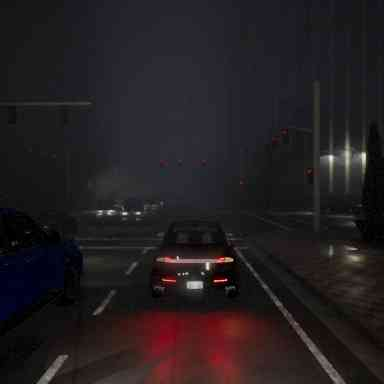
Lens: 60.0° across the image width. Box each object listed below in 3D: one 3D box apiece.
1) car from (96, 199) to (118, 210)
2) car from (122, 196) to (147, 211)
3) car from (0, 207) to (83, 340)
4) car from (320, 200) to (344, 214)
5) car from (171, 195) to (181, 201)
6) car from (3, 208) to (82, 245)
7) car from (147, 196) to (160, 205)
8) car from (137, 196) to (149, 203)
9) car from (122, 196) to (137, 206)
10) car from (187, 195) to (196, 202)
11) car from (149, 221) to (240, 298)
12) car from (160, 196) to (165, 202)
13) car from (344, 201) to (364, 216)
[{"bbox_3d":[-10.674,1.564,42.180,1.994,1.385,4.181,0,0,0],"label":"car"},{"bbox_3d":[-7.170,1.477,41.106,1.882,1.535,5.008,0,0,0],"label":"car"},{"bbox_3d":[-3.451,1.221,4.886,2.150,2.045,5.566,0,0,1],"label":"car"},{"bbox_3d":[15.231,1.564,34.946,4.181,1.385,1.994,0,0,-1],"label":"car"},{"bbox_3d":[-3.635,1.339,76.097,1.812,1.442,4.674,0,0,0],"label":"car"},{"bbox_3d":[-7.129,1.564,16.377,1.994,1.385,4.181,0,0,0],"label":"car"},{"bbox_3d":[-7.182,1.504,58.002,1.837,1.490,4.892,0,0,0],"label":"car"},{"bbox_3d":[-10.629,1.587,72.769,1.895,1.301,4.718,0,0,0],"label":"car"},{"bbox_3d":[-10.683,1.526,57.252,1.812,1.442,4.674,0,0,0],"label":"car"},{"bbox_3d":[-0.134,1.429,75.564,1.837,1.490,4.892,0,0,0],"label":"car"},{"bbox_3d":[0.078,1.492,8.518,2.128,1.511,4.902,0,0,1],"label":"car"},{"bbox_3d":[-7.130,1.543,73.179,1.994,1.385,4.181,0,0,0],"label":"car"},{"bbox_3d":[17.479,1.505,31.472,4.892,1.490,1.837,0,0,-1],"label":"car"}]
